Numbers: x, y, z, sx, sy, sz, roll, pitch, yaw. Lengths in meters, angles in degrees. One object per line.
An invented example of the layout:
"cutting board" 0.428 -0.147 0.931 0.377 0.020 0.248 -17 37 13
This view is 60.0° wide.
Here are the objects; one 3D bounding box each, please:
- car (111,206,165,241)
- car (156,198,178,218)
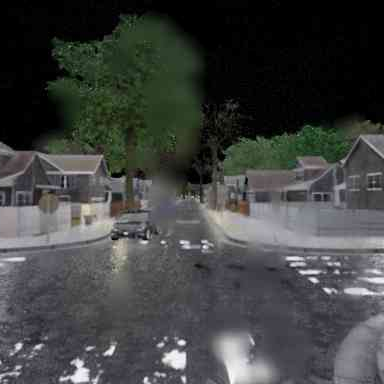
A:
"car" -2.955 1.747 18.250 1.837 1.490 4.892 0 -1 4
"car" -2.749 1.717 37.027 2.150 2.045 5.566 0 -1 0
